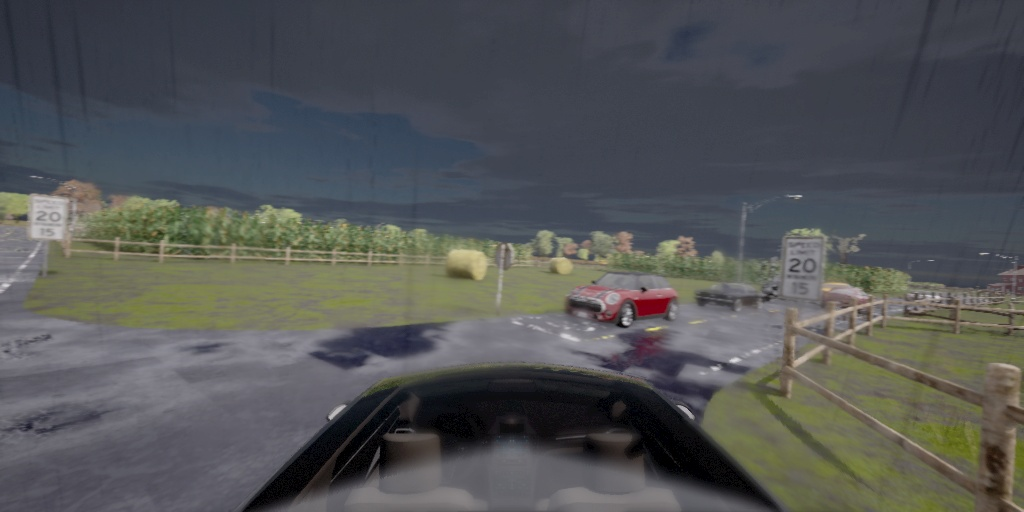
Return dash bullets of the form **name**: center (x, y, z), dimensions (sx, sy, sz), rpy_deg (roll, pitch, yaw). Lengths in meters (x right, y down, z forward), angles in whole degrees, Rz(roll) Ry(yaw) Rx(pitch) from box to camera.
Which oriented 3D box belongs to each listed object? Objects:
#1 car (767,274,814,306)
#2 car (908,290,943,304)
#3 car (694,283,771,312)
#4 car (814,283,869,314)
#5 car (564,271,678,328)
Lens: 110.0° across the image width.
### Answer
- **car**: center (19.436, 2.243, 24.837), dimensions (5.566, 2.045, 2.150), rpy_deg (4, 0, -36)
- **car**: center (41.711, 4.153, 36.238), dimensions (4.718, 1.301, 1.895), rpy_deg (4, 0, -32)
- **car**: center (11.470, 2.086, 18.766), dimensions (4.718, 1.301, 1.895), rpy_deg (4, 0, -38)
- **car**: center (20.678, 2.655, 22.150), dimensions (4.674, 1.442, 1.812), rpy_deg (4, 0, -37)
- **car**: center (3.906, 1.326, 12.482), dimensions (4.553, 1.767, 2.097), rpy_deg (4, 0, -41)
